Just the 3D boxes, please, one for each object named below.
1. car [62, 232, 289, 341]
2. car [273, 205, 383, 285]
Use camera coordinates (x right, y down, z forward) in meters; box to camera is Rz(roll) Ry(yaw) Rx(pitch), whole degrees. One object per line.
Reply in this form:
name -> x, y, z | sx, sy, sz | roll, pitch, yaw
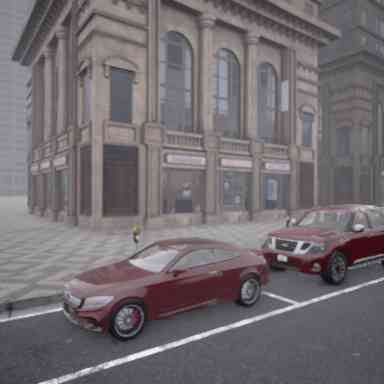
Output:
car -> -0.268, 1.586, 6.455 | 4.206, 1.307, 1.802 | 0, 0, -36
car -> 4.293, 1.326, 9.708 | 5.009, 1.841, 2.192 | 0, 0, -36
